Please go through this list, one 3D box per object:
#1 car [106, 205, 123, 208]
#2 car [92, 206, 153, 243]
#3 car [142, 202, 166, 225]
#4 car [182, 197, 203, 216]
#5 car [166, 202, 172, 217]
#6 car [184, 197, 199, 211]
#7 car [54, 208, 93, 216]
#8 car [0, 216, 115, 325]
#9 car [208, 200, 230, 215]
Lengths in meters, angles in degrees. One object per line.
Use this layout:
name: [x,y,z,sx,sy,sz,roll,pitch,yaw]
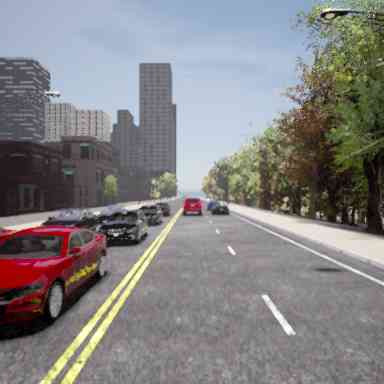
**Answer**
car: [-6.620,1.841,28.838,2.033,1.411,5.357,0,-1,0]
car: [-3.367,1.679,17.101,1.837,1.490,4.892,0,-1,0]
car: [-3.366,1.775,26.601,1.837,1.490,4.892,0,-1,0]
car: [0.061,1.613,38.551,2.150,2.045,5.566,0,-1,0]
car: [-3.340,1.853,37.012,1.882,1.535,5.008,0,-1,0]
car: [-0.044,1.721,49.306,2.150,2.045,5.566,0,0,0]
car: [-6.618,1.679,18.409,2.128,1.511,4.902,0,-1,0]
car: [-3.356,1.556,7.612,1.882,1.535,5.008,0,-1,0]
car: [3.315,1.963,39.281,1.994,1.385,4.181,0,-1,0]
